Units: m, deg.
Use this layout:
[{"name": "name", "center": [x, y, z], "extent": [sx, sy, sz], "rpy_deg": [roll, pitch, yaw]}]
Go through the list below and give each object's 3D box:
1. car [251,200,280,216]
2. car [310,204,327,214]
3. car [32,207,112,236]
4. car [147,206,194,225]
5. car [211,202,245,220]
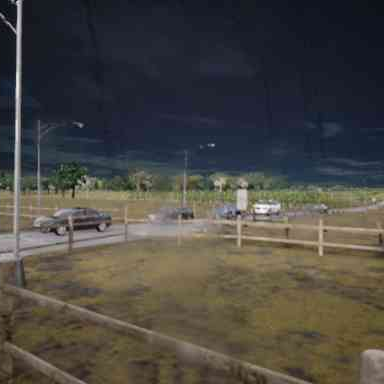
[{"name": "car", "center": [9.976, 2.135, 44.534], "extent": [2.150, 2.045, 5.566], "rpy_deg": [1, -1, 36]}, {"name": "car", "center": [21.347, 2.753, 55.687], "extent": [2.097, 1.767, 4.553], "rpy_deg": [1, -1, 35]}, {"name": "car", "center": [-7.144, 1.715, 20.239], "extent": [1.837, 1.490, 4.892], "rpy_deg": [1, 0, 35]}, {"name": "car", "center": [-1.728, 1.905, 27.950], "extent": [2.128, 1.511, 4.902], "rpy_deg": [1, -1, 35]}, {"name": "car", "center": [3.901, 1.996, 35.956], "extent": [2.097, 1.767, 4.553], "rpy_deg": [1, -1, 35]}]
